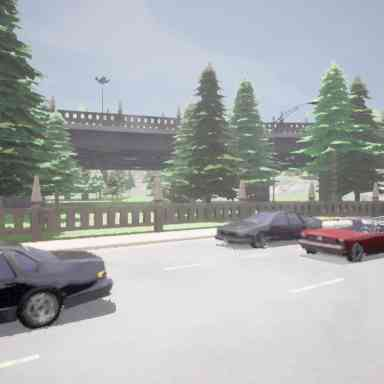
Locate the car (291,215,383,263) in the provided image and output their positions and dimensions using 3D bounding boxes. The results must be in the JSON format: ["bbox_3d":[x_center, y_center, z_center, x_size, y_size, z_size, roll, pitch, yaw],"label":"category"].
[{"bbox_3d":[6.060,1.601,12.064,4.718,1.301,1.895,0,0,-32],"label":"car"}]

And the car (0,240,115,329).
[{"bbox_3d":[-4.068,1.547,5.444,5.357,1.411,2.033,0,0,-34],"label":"car"}]

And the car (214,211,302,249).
[{"bbox_3d":[3.581,1.547,14.655,5.357,1.411,2.033,0,0,-32],"label":"car"}]
